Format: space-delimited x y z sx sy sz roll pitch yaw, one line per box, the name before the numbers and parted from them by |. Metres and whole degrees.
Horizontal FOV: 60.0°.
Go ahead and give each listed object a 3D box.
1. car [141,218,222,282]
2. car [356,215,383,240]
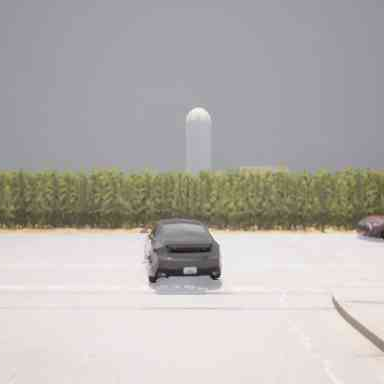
car | -0.452 1.563 10.033 1.837 1.490 4.892 1 0 -10
car | 10.640 1.457 16.388 4.553 1.767 2.097 0 0 1
